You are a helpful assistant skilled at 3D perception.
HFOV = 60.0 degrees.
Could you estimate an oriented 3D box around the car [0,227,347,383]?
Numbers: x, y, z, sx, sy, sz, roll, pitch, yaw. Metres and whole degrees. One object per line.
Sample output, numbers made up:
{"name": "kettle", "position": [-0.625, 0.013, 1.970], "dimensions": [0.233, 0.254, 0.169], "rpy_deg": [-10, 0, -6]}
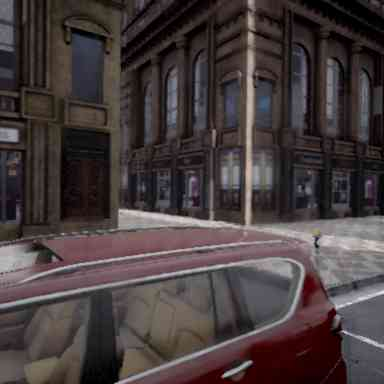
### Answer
{"name": "car", "position": [-0.983, 1.282, 2.300], "dimensions": [5.009, 1.841, 2.192], "rpy_deg": [0, 1, -34]}
